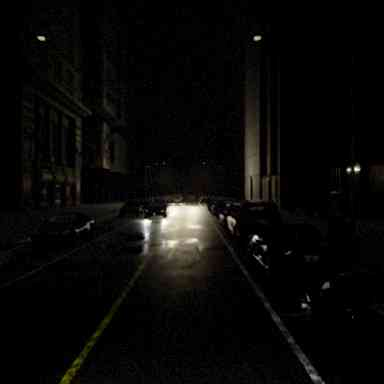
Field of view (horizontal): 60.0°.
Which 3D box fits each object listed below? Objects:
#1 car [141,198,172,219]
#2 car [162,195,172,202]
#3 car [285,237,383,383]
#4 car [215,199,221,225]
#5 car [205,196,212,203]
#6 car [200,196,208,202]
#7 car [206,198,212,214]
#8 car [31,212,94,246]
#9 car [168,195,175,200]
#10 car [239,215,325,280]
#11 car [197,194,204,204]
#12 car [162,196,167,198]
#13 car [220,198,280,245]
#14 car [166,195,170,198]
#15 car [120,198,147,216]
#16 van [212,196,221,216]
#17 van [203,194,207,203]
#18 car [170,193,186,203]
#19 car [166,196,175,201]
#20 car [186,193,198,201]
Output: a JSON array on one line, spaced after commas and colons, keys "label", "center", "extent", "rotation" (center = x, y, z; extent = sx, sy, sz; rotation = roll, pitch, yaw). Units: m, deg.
[{"label": "car", "center": [-3.102, 1.548, 29.905], "extent": [1.812, 1.442, 4.674], "rotation": [0, 0, 0]}, {"label": "car", "center": [-5.771, 1.517, 77.364], "extent": [1.967, 1.590, 4.097], "rotation": [0, 0, 0]}, {"label": "car", "center": [2.764, 1.569, 4.098], "extent": [1.947, 1.339, 4.313], "rotation": [0, 0, 0]}, {"label": "car", "center": [2.762, 1.456, 21.008], "extent": [1.967, 1.590, 4.097], "rotation": [0, 0, 0]}, {"label": "car", "center": [2.760, 1.555, 38.087], "extent": [1.752, 1.417, 4.829], "rotation": [0, 0, 0]}, {"label": "car", "center": [2.754, 1.622, 77.374], "extent": [1.887, 1.381, 4.507], "rotation": [0, 0, 0]}, {"label": "car", "center": [2.760, 1.575, 32.281], "extent": [2.008, 1.369, 4.403], "rotation": [0, 0, 0]}, {"label": "car", "center": [-5.762, 1.593, 15.364], "extent": [1.802, 1.307, 4.206], "rotation": [0, 0, 0]}, {"label": "car", "center": [-5.774, 1.624, 94.102], "extent": [1.752, 1.417, 4.829], "rotation": [0, 0, 0]}, {"label": "car", "center": [2.763, 1.573, 9.734], "extent": [1.947, 1.339, 4.313], "rotation": [0, 0, 0]}, {"label": "car", "center": [2.345, 1.564, 63.171], "extent": [1.837, 1.490, 4.892], "rotation": [0, 0, 0]}, {"label": "car", "center": [-5.768, 1.615, 54.817], "extent": [1.947, 1.339, 4.313], "rotation": [0, 0, 0]}, {"label": "car", "center": [2.764, 1.326, 15.371], "extent": [2.192, 1.841, 5.009], "rotation": [0, 0, 0]}, {"label": "car", "center": [-5.771, 1.636, 71.727], "extent": [1.947, 1.339, 4.313], "rotation": [0, 0, 0]}, {"label": "car", "center": [-5.765, 1.590, 32.273], "extent": [1.947, 1.339, 4.313], "rotation": [0, 0, 0]}, {"label": "van", "center": [2.762, 1.361, 26.645], "extent": [1.690, 1.788, 3.998], "rotation": [0, 0, 0]}, {"label": "van", "center": [2.759, 1.377, 43.554], "extent": [1.690, 1.788, 3.998], "rotation": [0, 0, 0]}, {"label": "car", "center": [-3.010, 1.393, 70.248], "extent": [2.097, 1.767, 4.553], "rotation": [0, 0, 0]}, {"label": "car", "center": [-5.773, 1.642, 88.636], "extent": [2.008, 1.369, 4.403], "rotation": [0, 0, 0]}, {"label": "car", "center": [-0.012, 1.531, 82.028], "extent": [1.895, 1.301, 4.718], "rotation": [0, 0, 0]}]
